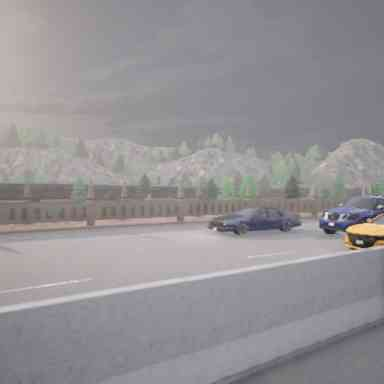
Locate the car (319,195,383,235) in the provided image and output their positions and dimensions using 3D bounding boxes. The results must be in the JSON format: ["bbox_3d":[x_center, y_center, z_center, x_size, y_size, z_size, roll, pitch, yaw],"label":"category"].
[{"bbox_3d":[9.147,1.184,17.021,5.566,2.045,2.150,0,0,-25],"label":"car"}]

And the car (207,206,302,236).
[{"bbox_3d":[3.526,1.493,18.109,5.357,1.411,2.033,0,0,-28],"label":"car"}]

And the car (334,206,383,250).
[{"bbox_3d":[7.982,1.453,12.507,5.008,1.535,1.882,0,0,-26],"label":"car"}]
